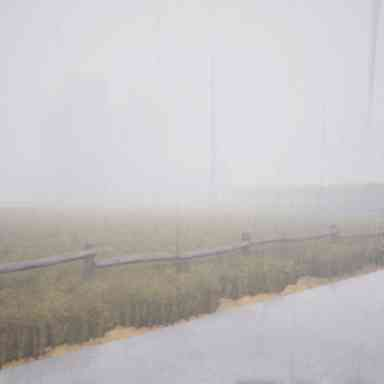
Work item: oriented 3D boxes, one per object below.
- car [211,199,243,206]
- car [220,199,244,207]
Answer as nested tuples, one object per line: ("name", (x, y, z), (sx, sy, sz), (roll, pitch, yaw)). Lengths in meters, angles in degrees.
("car", (5.053, 2.109, 50.926), (1.895, 1.301, 4.718), (1, -1, -35))
("car", (7.868, 2.189, 65.756), (4.674, 1.442, 1.812), (1, 0, -35))
